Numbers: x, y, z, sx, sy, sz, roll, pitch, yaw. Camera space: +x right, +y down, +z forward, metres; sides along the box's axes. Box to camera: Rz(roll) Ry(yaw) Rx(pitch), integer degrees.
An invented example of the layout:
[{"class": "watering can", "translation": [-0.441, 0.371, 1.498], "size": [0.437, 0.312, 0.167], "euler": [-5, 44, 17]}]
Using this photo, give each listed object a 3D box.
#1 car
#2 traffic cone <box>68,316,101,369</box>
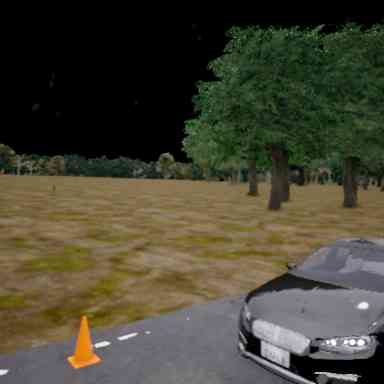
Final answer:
[{"class": "car", "translation": [2.789, 1.544, 5.248], "size": [4.902, 1.511, 2.128], "euler": [1, 0, -40]}, {"class": "traffic cone", "translation": [-1.453, 1.977, 4.491], "size": [0.340, 0.580, 0.340], "euler": [1, 0, -37]}]
